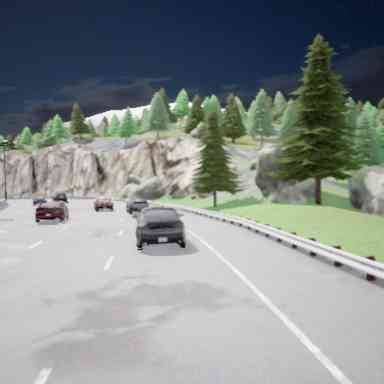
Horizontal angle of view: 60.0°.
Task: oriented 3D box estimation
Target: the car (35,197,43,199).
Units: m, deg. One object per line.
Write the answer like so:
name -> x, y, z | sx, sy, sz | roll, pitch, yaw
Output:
car -> -26.507, 1.590, 57.812 | 1.812, 1.442, 4.674 | -2, 1, -28

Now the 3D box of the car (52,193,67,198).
car -> -25.203, 1.171, 63.257 | 2.150, 2.045, 5.566 | -2, 0, -30

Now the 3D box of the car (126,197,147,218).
car -> -5.168, 1.240, 31.490 | 2.128, 1.511, 4.902 | -2, 1, -15

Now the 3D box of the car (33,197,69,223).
car -> -10.842, 1.472, 25.990 | 1.882, 1.535, 5.008 | -1, 0, -15

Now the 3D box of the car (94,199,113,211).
car -> -10.242, 1.417, 38.271 | 1.895, 1.301, 4.718 | -2, 1, -19

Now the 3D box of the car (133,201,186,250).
car -> -1.389, 1.367, 13.895 | 1.837, 1.490, 4.892 | -2, 1, -9
